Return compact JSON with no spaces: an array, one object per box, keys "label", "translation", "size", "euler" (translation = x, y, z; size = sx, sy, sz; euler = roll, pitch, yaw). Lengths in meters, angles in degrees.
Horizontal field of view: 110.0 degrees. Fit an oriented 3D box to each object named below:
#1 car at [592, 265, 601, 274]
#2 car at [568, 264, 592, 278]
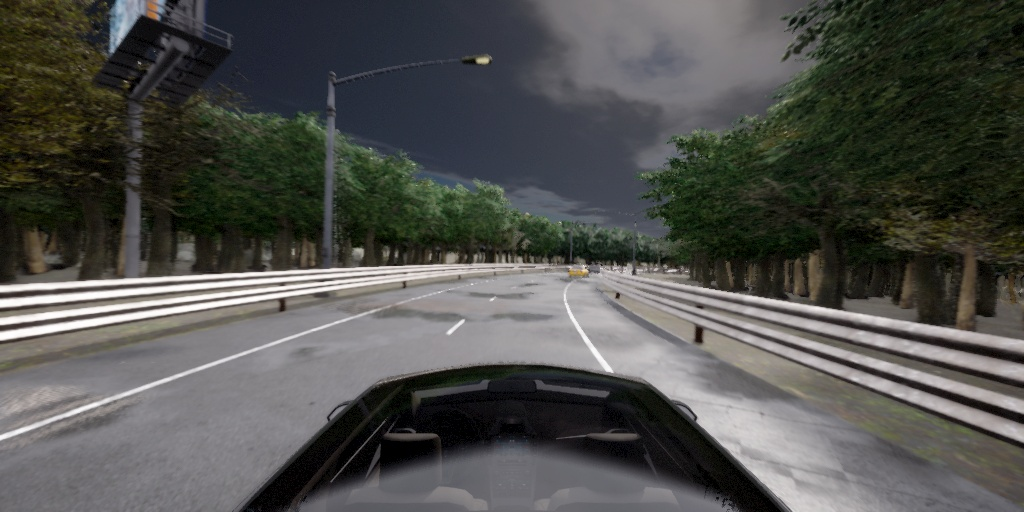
[{"label":"car","translation":[14.256,2.251,60.243],"size":[2.128,1.511,4.902],"euler":[1,-1,30]},{"label":"car","translation":[7.915,1.771,42.561],"size":[1.801,1.575,5.366],"euler":[1,-1,19]}]
